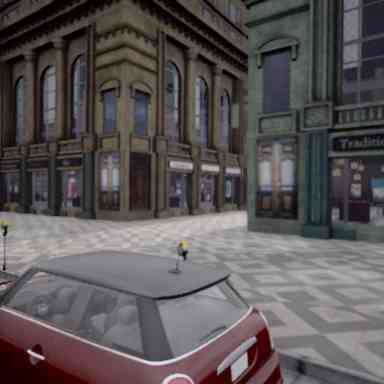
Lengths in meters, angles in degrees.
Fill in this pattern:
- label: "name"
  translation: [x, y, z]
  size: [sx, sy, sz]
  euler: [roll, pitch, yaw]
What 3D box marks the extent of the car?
- label: "car"
  translation: [-1.204, 1.412, 3.798]
  size: [4.097, 1.590, 1.967]
  euler: [1, 1, 35]
